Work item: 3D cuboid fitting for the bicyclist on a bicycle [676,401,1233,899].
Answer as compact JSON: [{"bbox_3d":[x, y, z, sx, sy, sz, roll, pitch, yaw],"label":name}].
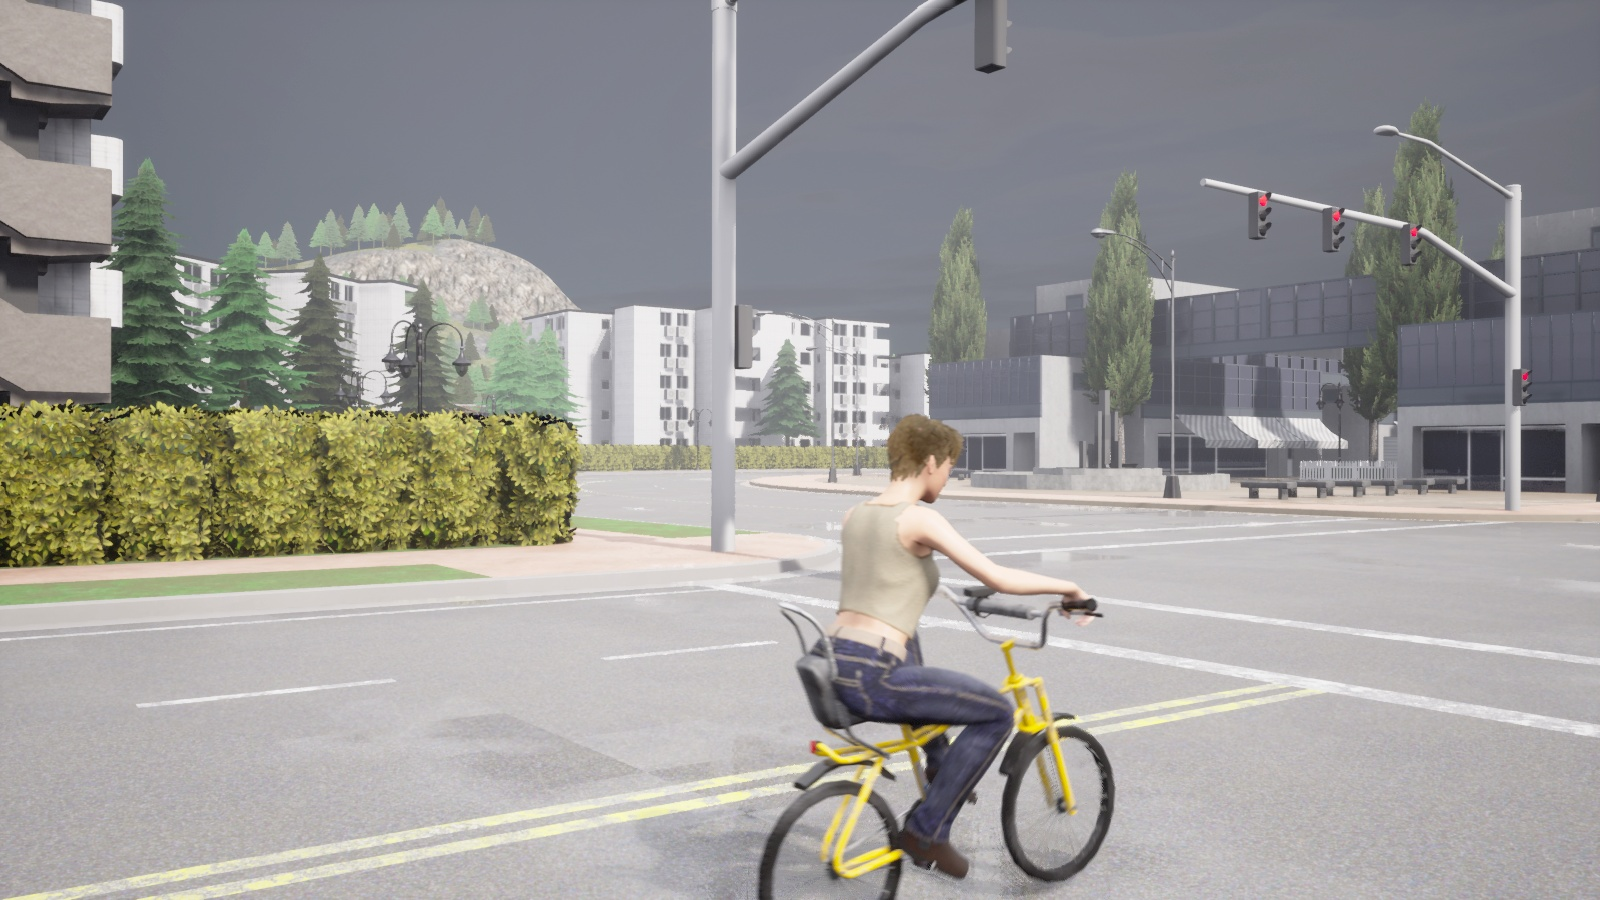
[{"bbox_3d":[0.516,0.687,4.023,1.509,1.612,0.866,-4,2,-35],"label":"bicyclist on a bicycle"}]
